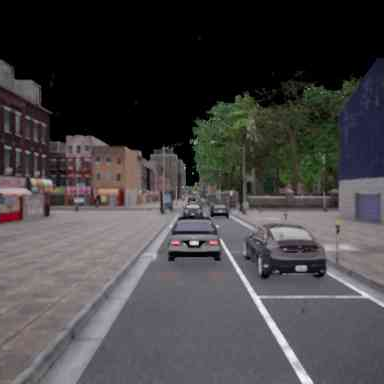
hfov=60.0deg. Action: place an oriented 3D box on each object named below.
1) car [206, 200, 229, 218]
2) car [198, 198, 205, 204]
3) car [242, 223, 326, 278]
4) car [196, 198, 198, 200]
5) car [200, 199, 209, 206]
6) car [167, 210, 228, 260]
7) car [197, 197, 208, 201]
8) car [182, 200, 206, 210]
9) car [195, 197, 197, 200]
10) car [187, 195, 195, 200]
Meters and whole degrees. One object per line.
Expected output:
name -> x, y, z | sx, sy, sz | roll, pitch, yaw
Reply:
car -> 2.623, 1.813, 32.680 | 1.947, 1.339, 4.313 | -1, -1, 0
car -> 2.607, 2.385, 92.443 | 1.967, 1.590, 4.097 | -1, -1, 0
car -> 2.627, 1.618, 10.193 | 2.008, 1.369, 4.403 | -1, 0, 0
car -> 2.613, 2.271, 76.092 | 2.008, 1.369, 4.403 | -1, -1, 0
car -> 2.614, 2.179, 70.811 | 1.752, 1.417, 4.829 | -1, -1, 0
car -> 0.083, 1.632, 12.708 | 2.033, 1.411, 5.357 | 0, 0, 0
car -> 2.616, 2.136, 65.192 | 2.008, 1.369, 4.403 | -1, -1, 0
car -> 0.086, 1.749, 30.007 | 1.812, 1.442, 4.674 | 0, -1, 0
car -> 2.607, 2.109, 81.544 | 2.192, 1.841, 5.009 | -1, -1, 0
car -> -0.013, 1.877, 84.785 | 2.150, 2.045, 5.566 | 0, -1, 0
